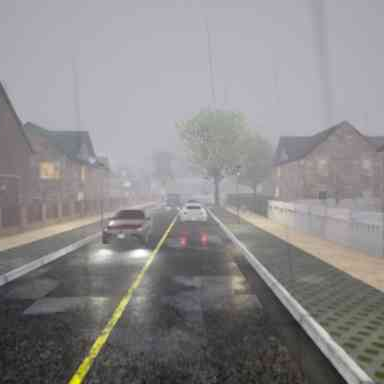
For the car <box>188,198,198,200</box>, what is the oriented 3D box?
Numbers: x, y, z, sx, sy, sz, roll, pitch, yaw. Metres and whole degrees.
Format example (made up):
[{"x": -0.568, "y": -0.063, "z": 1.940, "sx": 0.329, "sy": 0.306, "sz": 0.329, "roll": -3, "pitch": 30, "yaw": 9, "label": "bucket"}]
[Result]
[{"x": 0.098, "y": 1.499, "z": 40.408, "sx": 1.812, "sy": 1.442, "sz": 4.674, "roll": 0, "pitch": 0, "yaw": 0, "label": "car"}]

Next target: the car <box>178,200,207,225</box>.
[{"x": 0.102, "y": 1.514, "z": 23.661, "sx": 1.812, "sy": 1.442, "sz": 4.674, "roll": 0, "pitch": 0, "yaw": 0, "label": "car"}]

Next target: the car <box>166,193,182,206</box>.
[{"x": -2.816, "y": 1.182, "z": 52.409, "sx": 2.150, "sy": 2.045, "sz": 5.566, "roll": 0, "pitch": 0, "yaw": 0, "label": "car"}]

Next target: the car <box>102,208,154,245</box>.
[{"x": -2.850, "y": 1.520, "z": 15.694, "sx": 1.812, "sy": 1.442, "sz": 4.674, "roll": 0, "pitch": 0, "yaw": 0, "label": "car"}]
